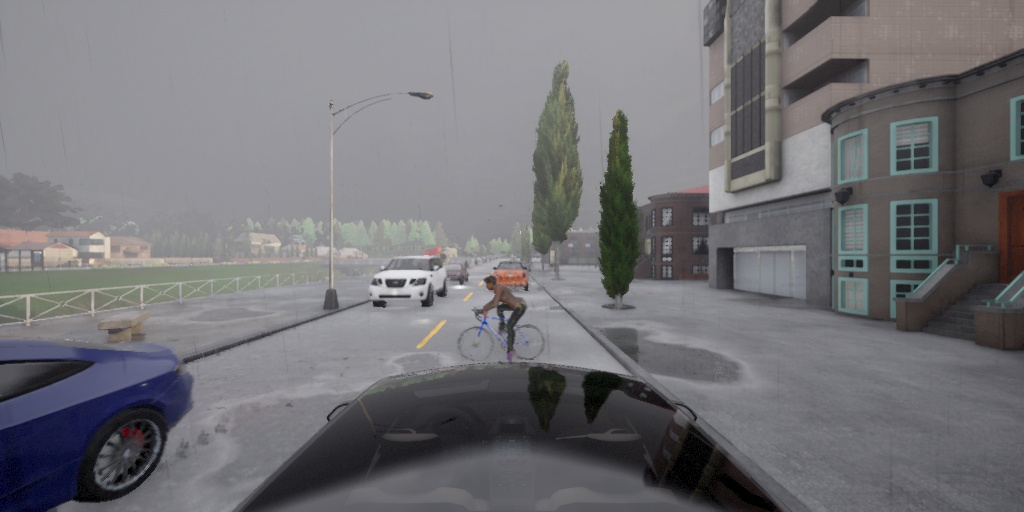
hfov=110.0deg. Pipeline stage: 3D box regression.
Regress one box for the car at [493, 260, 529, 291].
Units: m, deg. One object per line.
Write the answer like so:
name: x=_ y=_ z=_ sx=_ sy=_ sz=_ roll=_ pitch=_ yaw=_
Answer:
car: x=-0.107 y=1.098 z=22.240 sx=2.097 sy=1.767 sz=4.553 roll=0 pitch=0 yaw=-1

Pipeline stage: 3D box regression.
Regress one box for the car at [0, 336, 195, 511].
car: x=-4.085 y=1.276 z=1.714 sx=1.812 sy=1.442 sz=4.674 roll=0 pitch=0 yaw=-1

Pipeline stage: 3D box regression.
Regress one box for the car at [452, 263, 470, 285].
car: x=-4.327 y=1.271 z=26.628 sx=1.812 sy=1.442 sz=4.674 roll=0 pitch=0 yaw=0

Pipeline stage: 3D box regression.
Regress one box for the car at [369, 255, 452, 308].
car: x=-4.234 y=0.971 z=15.579 sx=2.150 sy=2.045 sz=5.566 roll=0 pitch=0 yaw=-1

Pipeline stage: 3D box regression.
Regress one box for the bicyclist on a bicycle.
bicyclist on a bicycle: x=-0.217 y=1.192 z=6.768 sx=1.656 sy=1.620 sz=0.582 roll=-2 pitch=0 yaw=0
